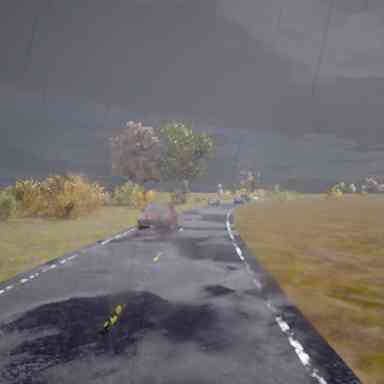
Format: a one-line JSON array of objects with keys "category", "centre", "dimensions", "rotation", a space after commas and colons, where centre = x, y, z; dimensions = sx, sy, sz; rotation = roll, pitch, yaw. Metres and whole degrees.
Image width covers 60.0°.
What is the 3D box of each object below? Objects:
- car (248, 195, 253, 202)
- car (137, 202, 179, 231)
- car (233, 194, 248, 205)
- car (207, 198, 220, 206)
[{"category": "car", "centre": [13.925, 1.568, 87.388], "dimensions": [2.150, 2.045, 5.566], "rotation": [0, 0, 18]}, {"category": "car", "centre": [-2.139, 1.477, 21.782], "dimensions": [2.097, 1.767, 4.553], "rotation": [0, 0, 5]}, {"category": "car", "centre": [9.986, 1.749, 69.790], "dimensions": [2.097, 1.767, 4.553], "rotation": [0, 0, 14]}, {"category": "car", "centre": [4.059, 1.847, 62.509], "dimensions": [2.128, 1.511, 4.902], "rotation": [0, 0, 13]}]
